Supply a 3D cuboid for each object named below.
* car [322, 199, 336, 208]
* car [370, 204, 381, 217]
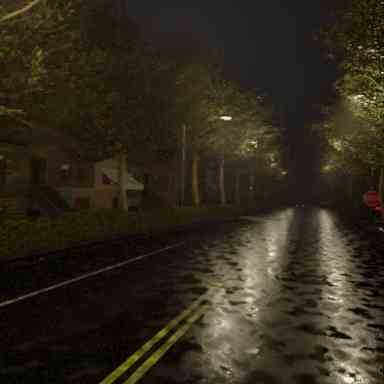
[{"bbox_3d":[32.914,2.682,81.094,2.435,2.045,5.566,2,0,20],"label":"car"},{"bbox_3d":[24.865,2.204,40.647,5.566,2.045,2.150,2,-1,3],"label":"car"}]
